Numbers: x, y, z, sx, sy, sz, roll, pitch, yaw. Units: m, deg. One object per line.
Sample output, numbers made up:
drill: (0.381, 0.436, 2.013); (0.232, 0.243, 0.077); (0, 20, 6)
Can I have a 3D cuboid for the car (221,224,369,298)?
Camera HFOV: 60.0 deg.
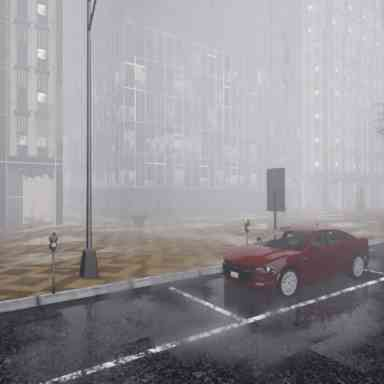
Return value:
car: (2.752, 1.545, 8.502); (4.507, 1.381, 1.887); (0, 0, -35)
